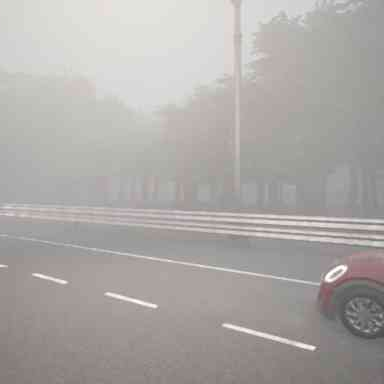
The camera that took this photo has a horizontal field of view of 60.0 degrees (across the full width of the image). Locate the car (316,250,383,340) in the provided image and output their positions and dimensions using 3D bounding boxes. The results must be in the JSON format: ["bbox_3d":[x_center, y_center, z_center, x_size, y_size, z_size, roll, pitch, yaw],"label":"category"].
[{"bbox_3d":[4.355,1.353,5.061,4.553,1.767,2.097,0,0,35],"label":"car"}]
